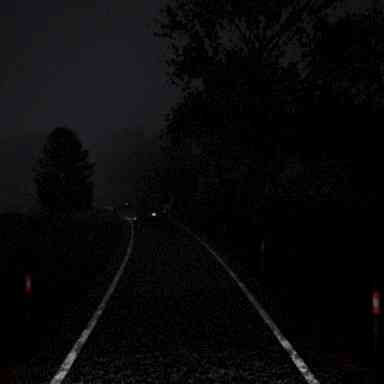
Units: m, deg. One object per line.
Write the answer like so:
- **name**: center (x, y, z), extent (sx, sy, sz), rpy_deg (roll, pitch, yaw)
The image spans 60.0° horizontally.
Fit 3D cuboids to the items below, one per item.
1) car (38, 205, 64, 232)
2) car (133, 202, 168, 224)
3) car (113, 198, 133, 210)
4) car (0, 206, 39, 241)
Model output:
- **car**: center (-10.237, 1.660, 21.574), extent (2.097, 1.535, 5.008), rpy_deg (0, 0, -7)
- **car**: center (-2.893, 1.425, 23.609), extent (1.994, 1.385, 4.181), rpy_deg (-1, 1, -12)
- **car**: center (-8.383, 1.359, 40.734), extent (1.994, 1.385, 4.181), rpy_deg (-1, 1, -22)
- **car**: center (-9.552, 1.657, 15.906), extent (2.231, 1.521, 4.892), rpy_deg (0, 0, -5)
